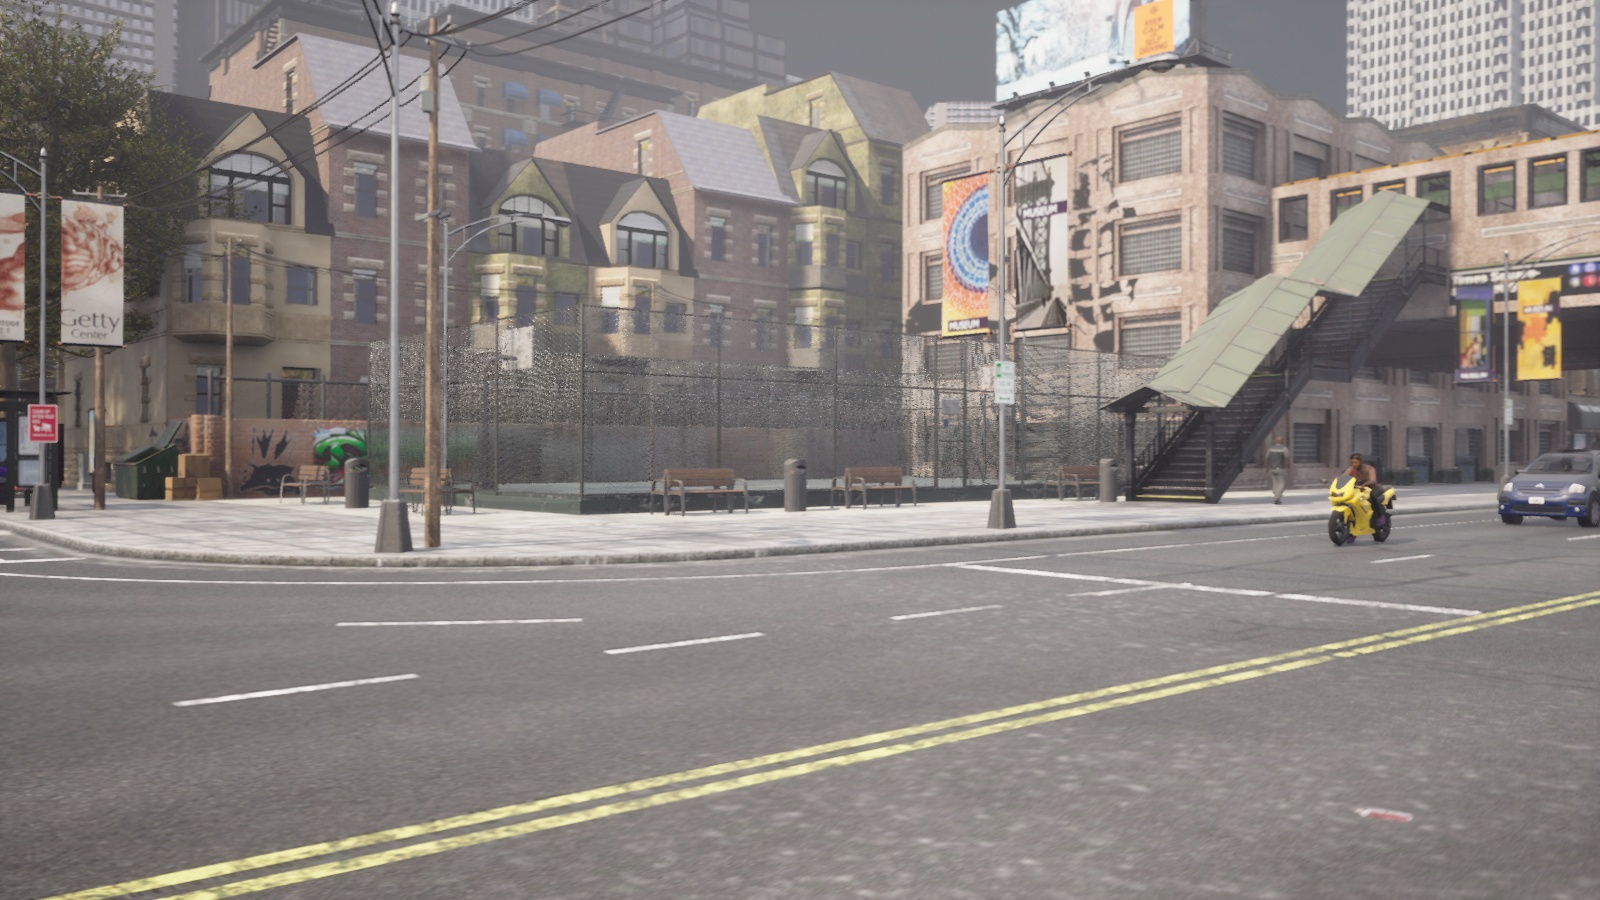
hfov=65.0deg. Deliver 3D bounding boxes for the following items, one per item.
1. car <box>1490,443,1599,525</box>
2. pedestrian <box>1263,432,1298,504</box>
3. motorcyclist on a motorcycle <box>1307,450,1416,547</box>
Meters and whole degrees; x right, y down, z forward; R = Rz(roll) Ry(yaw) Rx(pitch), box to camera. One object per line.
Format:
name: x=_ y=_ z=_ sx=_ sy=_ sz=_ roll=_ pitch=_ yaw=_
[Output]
car: x=16.600 y=0.683 z=26.935 sx=3.988 sy=1.617 sz=1.851 roll=0 pitch=0 yaw=-40
pedestrian: x=12.750 y=0.471 z=33.303 sx=0.849 sy=1.883 sz=0.563 roll=0 pitch=0 yaw=-44
motorcyclist on a motorcycle: x=9.251 y=0.767 z=20.668 sx=2.044 sy=1.523 sz=0.797 roll=0 pitch=0 yaw=-39
